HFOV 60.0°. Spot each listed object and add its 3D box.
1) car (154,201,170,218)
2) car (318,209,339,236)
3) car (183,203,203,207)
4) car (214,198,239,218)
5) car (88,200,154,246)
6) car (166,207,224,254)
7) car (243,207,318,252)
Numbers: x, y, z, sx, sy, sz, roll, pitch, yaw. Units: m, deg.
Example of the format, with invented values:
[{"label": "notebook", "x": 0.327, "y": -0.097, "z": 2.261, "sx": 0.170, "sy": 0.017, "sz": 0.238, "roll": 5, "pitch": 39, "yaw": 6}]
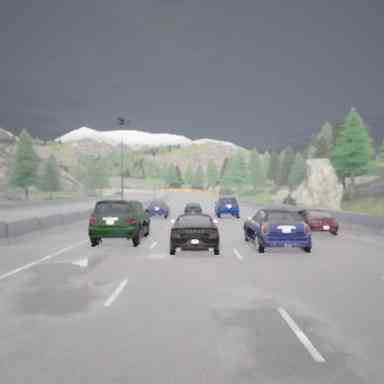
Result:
[{"label": "car", "x": -3.392, "y": 1.725, "z": 34.345, "sx": 2.097, "sy": 1.767, "sz": 4.553, "roll": 0, "pitch": -1, "yaw": 0}, {"label": "car", "x": 7.105, "y": 1.743, "z": 19.883, "sx": 1.812, "sy": 1.442, "sz": 4.674, "roll": 0, "pitch": -1, "yaw": 0}, {"label": "car", "x": 0.109, "y": 1.890, "z": 35.315, "sx": 1.837, "sy": 1.490, "sz": 4.892, "roll": 0, "pitch": -1, "yaw": 0}, {"label": "car", "x": 3.609, "y": 1.602, "z": 34.902, "sx": 2.150, "sy": 2.045, "sz": 5.566, "roll": 0, "pitch": -1, "yaw": 0}, {"label": "car", "x": -3.394, "y": 1.398, "z": 16.416, "sx": 2.150, "sy": 2.045, "sz": 5.566, "roll": 0, "pitch": -1, "yaw": 0}, {"label": "car", "x": 0.103, "y": 1.633, "z": 14.231, "sx": 1.882, "sy": 1.535, "sz": 5.008, "roll": 0, "pitch": -1, "yaw": 0}, {"label": "car", "x": 3.603, "y": 1.514, "z": 14.785, "sx": 2.097, "sy": 1.767, "sz": 4.553, "roll": 0, "pitch": -1, "yaw": 0}]
